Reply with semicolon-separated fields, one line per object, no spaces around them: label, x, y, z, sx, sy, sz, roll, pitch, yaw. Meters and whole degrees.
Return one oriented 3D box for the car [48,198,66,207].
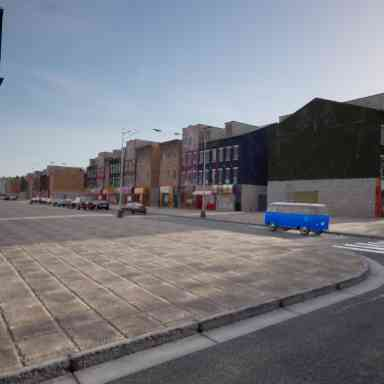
car;-20.672;1.710;52.719;2.033;1.411;5.357;3;-2;-36

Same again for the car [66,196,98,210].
car;-14.846;1.489;44.746;2.097;1.767;4.553;3;-2;-35

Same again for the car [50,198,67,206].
car;-25.804;1.886;64.334;1.947;1.339;4.313;3;-2;-36

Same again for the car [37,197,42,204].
car;-32.202;1.952;73.201;1.802;1.307;4.206;3;-2;-36

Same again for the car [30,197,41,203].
car;-38.598;2.010;82.067;1.802;1.307;4.206;3;-2;-36

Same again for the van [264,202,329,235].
van;6.183;1.555;19.998;1.690;1.788;3.998;3;-2;-36

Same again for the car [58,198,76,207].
car;-22.606;1.843;59.901;1.887;1.381;4.507;3;-2;-36

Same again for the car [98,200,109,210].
car;-13.012;1.813;46.598;1.947;1.339;4.313;3;-2;-36

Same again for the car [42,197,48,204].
car;-29.101;1.870;68.906;1.752;1.417;4.829;3;-2;-36

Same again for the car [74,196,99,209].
car;-16.202;1.577;51.038;2.192;1.841;5.009;3;-2;-36

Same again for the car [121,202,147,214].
car;-6.617;1.808;37.730;1.802;1.307;4.206;3;-2;-36

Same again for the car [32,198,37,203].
car;-35.396;1.838;77.638;1.967;1.590;4.097;3;-2;-36
